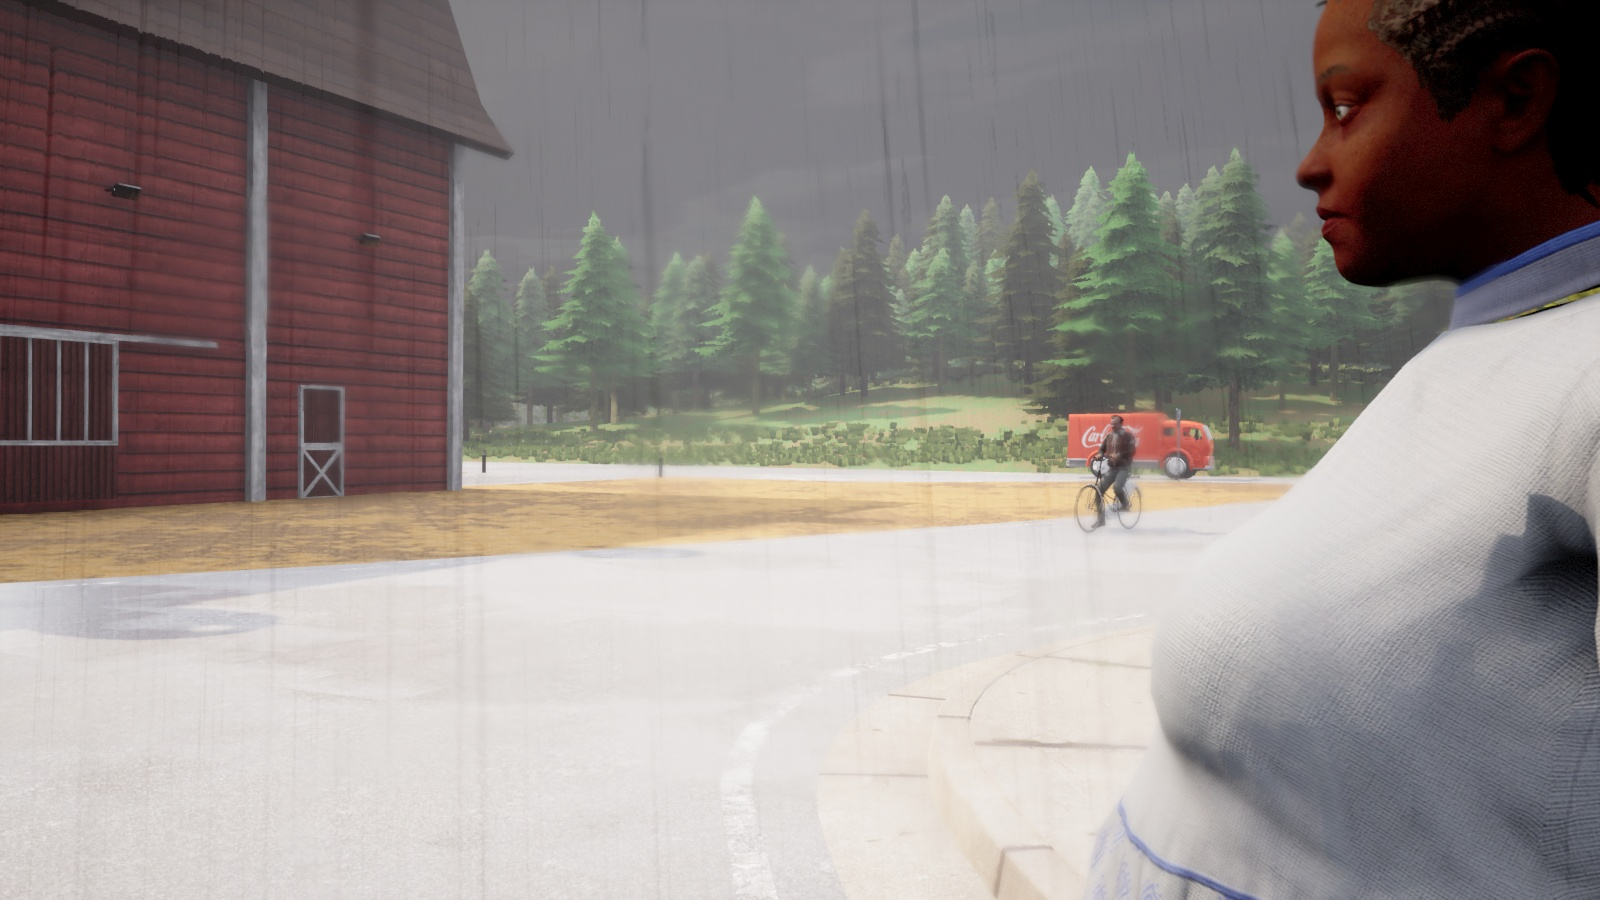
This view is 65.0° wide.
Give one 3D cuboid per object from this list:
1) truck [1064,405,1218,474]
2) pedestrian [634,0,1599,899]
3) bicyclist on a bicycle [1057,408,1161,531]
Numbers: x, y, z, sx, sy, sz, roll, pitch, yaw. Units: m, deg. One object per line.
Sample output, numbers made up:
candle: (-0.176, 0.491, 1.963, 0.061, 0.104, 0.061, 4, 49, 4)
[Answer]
truck: (12.916, -0.379, 47.505, 5.204, 2.467, 2.627, 0, 0, 26)
pedestrian: (0.492, 0.512, 0.896, 0.900, 1.855, 0.874, 0, 0, 19)
bicyclist on a bicycle: (4.672, 0.268, 18.923, 1.843, 1.776, 0.659, -1, 1, -45)
